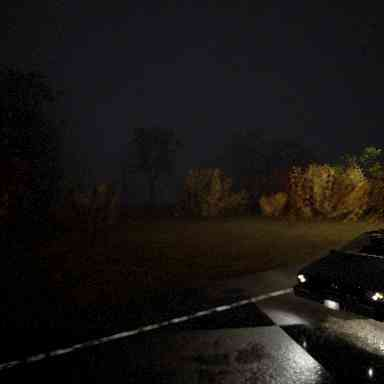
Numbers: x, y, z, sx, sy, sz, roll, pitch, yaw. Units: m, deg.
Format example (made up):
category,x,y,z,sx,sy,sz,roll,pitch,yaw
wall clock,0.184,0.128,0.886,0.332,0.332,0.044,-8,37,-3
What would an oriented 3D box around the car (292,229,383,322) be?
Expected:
category,x,y,z,sx,sy,sz,roll,pitch,yaw
car,4.563,1.565,7.339,5.357,1.411,2.033,0,0,-36
